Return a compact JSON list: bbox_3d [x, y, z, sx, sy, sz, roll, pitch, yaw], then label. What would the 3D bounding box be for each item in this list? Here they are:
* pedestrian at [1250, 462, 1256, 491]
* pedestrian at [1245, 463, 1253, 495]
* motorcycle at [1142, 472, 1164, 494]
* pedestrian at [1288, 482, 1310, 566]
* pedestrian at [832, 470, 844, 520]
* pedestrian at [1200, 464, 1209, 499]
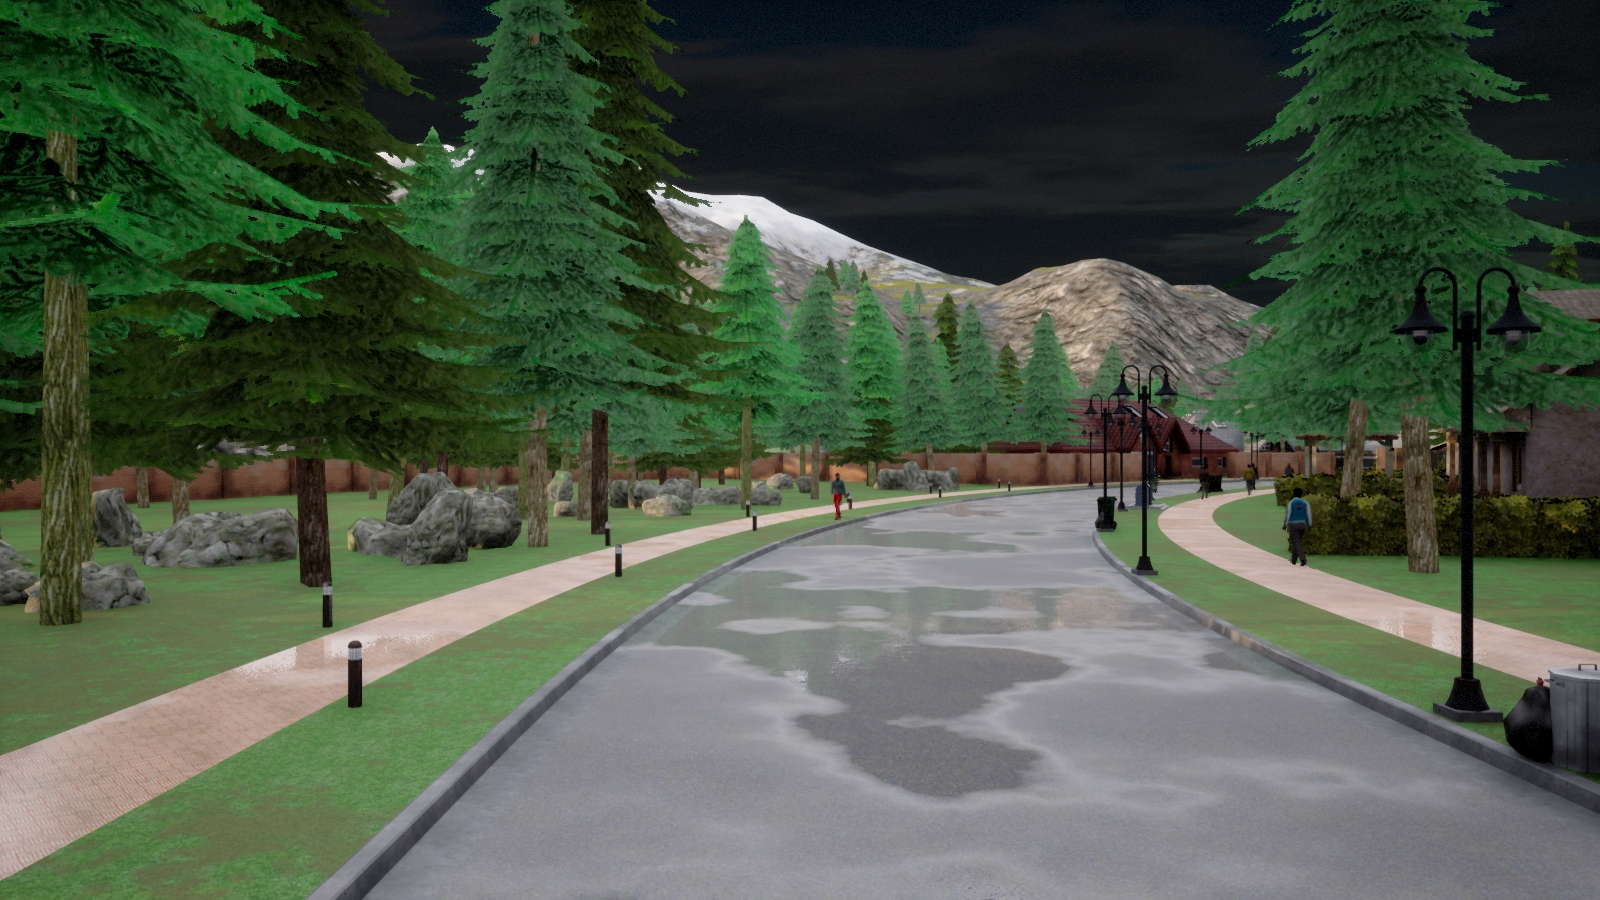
[{"bbox_3d":[28.749,1.663,72.518,0.375,1.860,0.375,0,0,24],"label":"pedestrian"},{"bbox_3d":[25.707,1.662,65.402,0.375,1.860,0.375,0,0,26],"label":"pedestrian"},{"bbox_3d":[22.251,2.099,72.089,0.856,1.334,1.805,0,0,33],"label":"motorcycle"},{"bbox_3d":[11.246,1.664,25.750,0.375,1.860,0.375,0,0,6],"label":"pedestrian"},{"bbox_3d":[1.402,1.665,42.404,0.375,1.860,0.375,0,0,15],"label":"pedestrian"},{"bbox_3d":[21.395,1.663,60.429,0.375,1.860,0.375,0,0,39],"label":"pedestrian"}]
